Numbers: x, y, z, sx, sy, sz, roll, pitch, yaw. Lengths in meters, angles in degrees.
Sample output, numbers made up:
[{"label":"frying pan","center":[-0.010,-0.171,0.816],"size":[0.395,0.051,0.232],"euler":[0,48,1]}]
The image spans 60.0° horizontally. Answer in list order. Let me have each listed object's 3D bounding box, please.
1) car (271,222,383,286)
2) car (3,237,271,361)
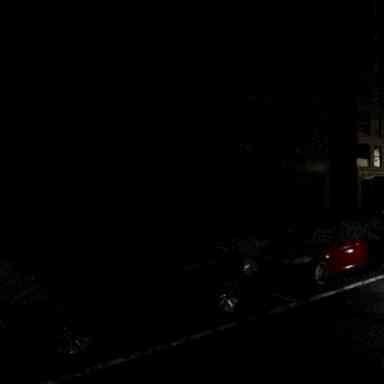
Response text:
[{"label":"car","center":[3.653,1.523,9.132],"size":[4.206,1.307,1.802],"euler":[-1,0,-35]},{"label":"car","center":[-0.855,1.547,5.927],"size":[4.313,1.339,1.947],"euler":[-1,0,-35]}]
